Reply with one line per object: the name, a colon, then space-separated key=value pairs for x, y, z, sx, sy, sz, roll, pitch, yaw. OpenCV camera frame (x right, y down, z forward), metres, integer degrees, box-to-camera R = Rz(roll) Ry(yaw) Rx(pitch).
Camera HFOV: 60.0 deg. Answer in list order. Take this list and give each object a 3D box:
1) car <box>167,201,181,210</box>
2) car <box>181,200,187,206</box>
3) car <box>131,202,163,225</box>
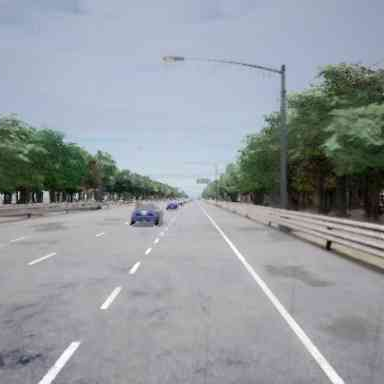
car: x=-3.318 y=2.312 z=57.870 sx=1.812 sy=1.442 sz=4.674 roll=0 pitch=-1 yaw=0
car: x=-3.088 y=2.934 z=87.071 sx=1.895 sy=1.301 sz=4.718 roll=0 pitch=-1 yaw=1
car: x=-3.462 y=1.605 z=26.314 sx=2.097 sy=1.767 sz=4.553 roll=0 pitch=-1 yaw=0
